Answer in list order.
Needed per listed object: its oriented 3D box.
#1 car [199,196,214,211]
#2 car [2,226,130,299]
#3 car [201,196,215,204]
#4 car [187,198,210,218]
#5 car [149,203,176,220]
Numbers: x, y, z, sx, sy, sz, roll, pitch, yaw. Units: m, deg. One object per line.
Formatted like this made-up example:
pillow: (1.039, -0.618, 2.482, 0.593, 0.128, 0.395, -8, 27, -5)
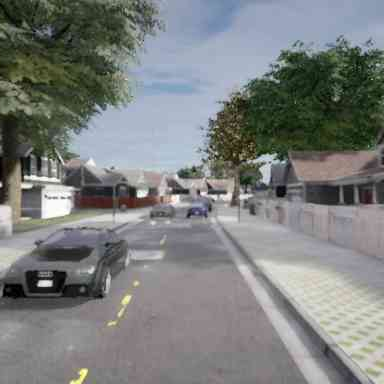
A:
car: (1.464, 1.443, 41.741, 2.097, 1.767, 4.553, 0, 0, 6)
car: (-2.840, 1.587, 8.409, 1.994, 1.385, 4.181, 0, 0, 0)
car: (3.346, 1.609, 69.239, 1.882, 1.535, 5.008, 0, 0, 13)
car: (0.518, 1.598, 30.472, 1.812, 1.442, 4.674, 0, 0, 3)
car: (-2.498, 1.635, 29.245, 1.994, 1.385, 4.181, 0, 0, 3)
